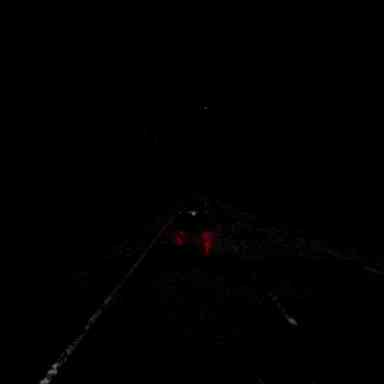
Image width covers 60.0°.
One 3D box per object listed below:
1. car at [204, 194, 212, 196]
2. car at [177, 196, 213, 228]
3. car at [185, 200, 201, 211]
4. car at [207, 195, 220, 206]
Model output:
[{"bbox_3d":[3.511,1.391,73.503,2.150,2.045,5.566,0,0,0],"label":"car"},{"bbox_3d":[0.102,1.402,22.985,2.097,1.767,4.553,0,0,0],"label":"car"},{"bbox_3d":[0.105,1.695,42.544,1.895,1.301,4.718,0,0,0],"label":"car"},{"bbox_3d":[3.609,1.689,56.140,1.994,1.385,4.181,0,0,0],"label":"car"}]
